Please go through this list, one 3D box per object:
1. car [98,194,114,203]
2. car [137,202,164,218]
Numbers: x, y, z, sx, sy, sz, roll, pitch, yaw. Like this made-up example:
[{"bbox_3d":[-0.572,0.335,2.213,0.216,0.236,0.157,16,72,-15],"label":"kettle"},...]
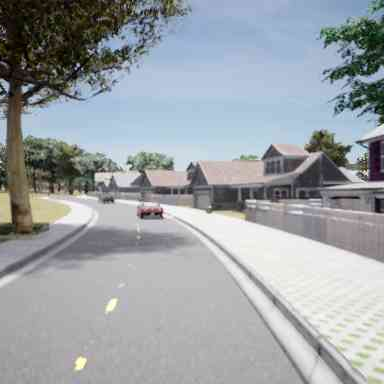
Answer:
[{"bbox_3d":[-14.515,1.134,56.220,1.837,1.490,4.892,0,0,-28],"label":"car"},{"bbox_3d":[-3.702,1.477,28.747,1.895,1.301,4.718,0,0,-14],"label":"car"}]
